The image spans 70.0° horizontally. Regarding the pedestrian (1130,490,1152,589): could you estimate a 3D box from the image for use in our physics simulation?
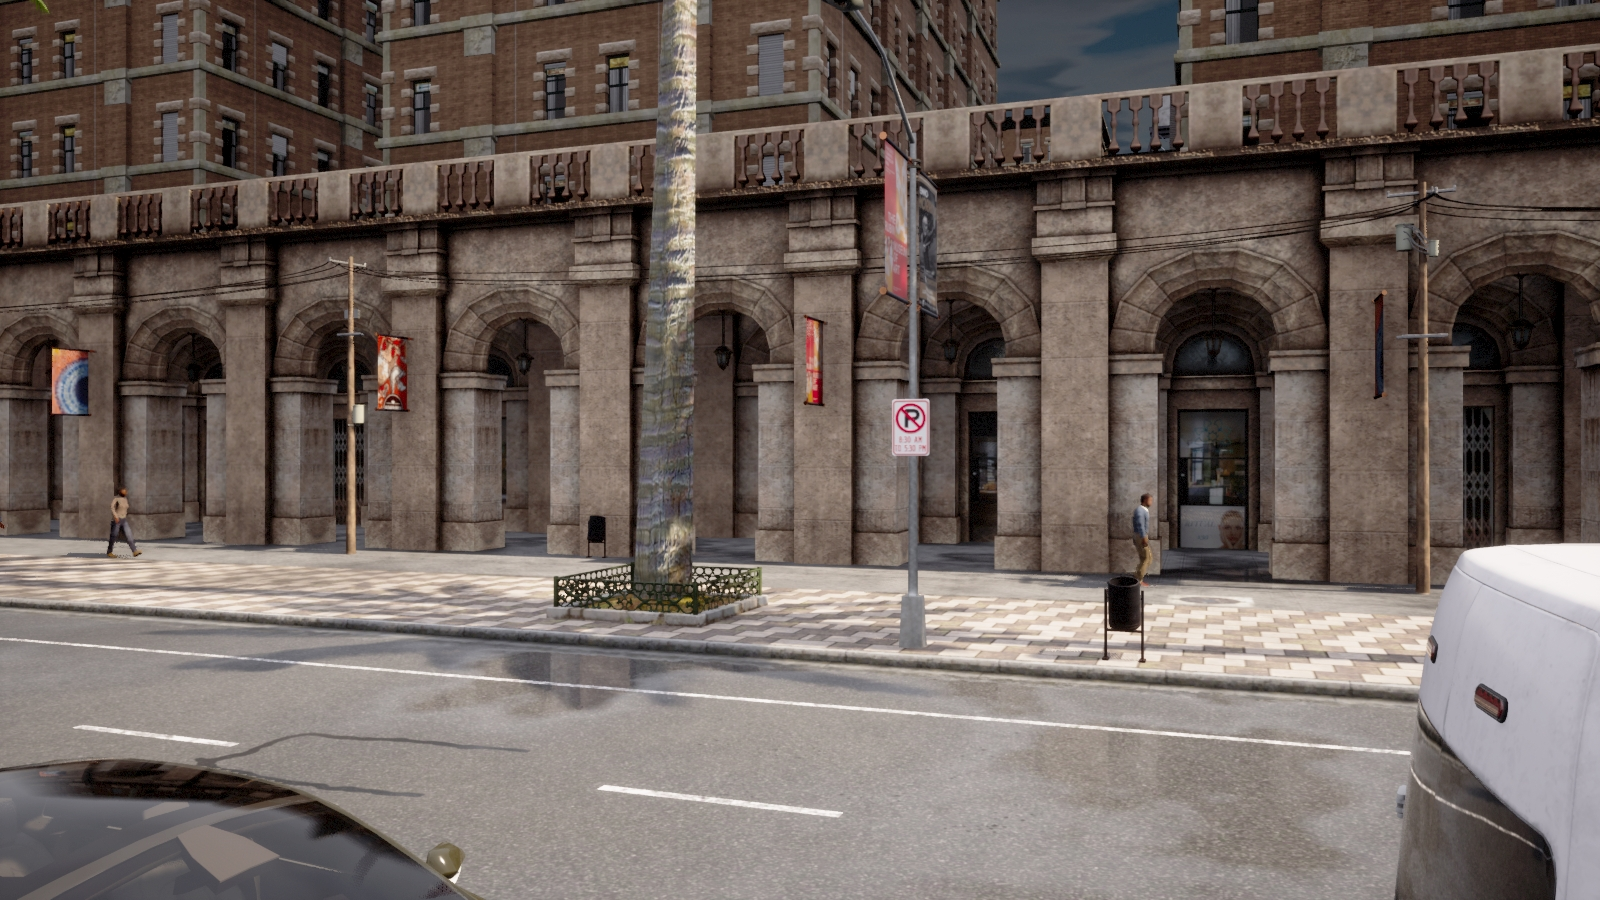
[{"bbox_3d":[6.516,1.696,21.833,0.375,1.860,0.375,0,0,20],"label":"pedestrian"}]

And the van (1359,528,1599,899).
[{"bbox_3d":[4.249,1.534,1.754,5.915,2.561,1.988,0,0,20],"label":"van"}]

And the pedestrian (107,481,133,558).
[{"bbox_3d":[-16.610,1.696,27.910,0.375,1.860,0.375,0,0,19],"label":"pedestrian"}]

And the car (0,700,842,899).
[{"bbox_3d":[-2.519,2.061,4.220,4.892,1.480,2.231,0,0,20],"label":"car"}]
